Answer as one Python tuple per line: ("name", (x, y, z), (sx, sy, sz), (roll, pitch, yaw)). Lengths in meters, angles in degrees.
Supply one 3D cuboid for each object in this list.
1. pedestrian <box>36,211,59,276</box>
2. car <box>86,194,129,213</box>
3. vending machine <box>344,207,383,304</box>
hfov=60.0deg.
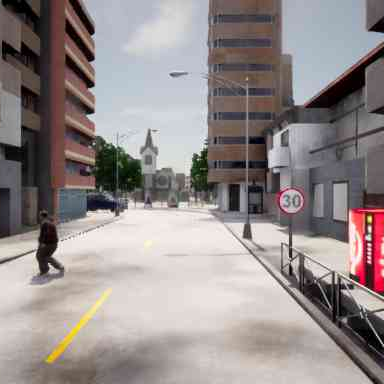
("pedestrian", (-3.879, 1.294, 8.896), (0.375, 1.860, 0.375), (0, 0, 0))
("car", (-9.660, 1.222, 36.030), (5.566, 2.045, 2.150), (0, -1, 11))
("vending machine", (4.301, 1.415, 7.745), (1.100, 2.100, 0.880), (0, 0, 0))
